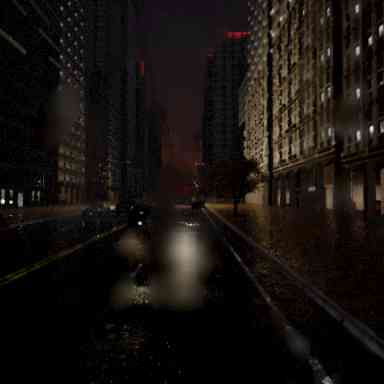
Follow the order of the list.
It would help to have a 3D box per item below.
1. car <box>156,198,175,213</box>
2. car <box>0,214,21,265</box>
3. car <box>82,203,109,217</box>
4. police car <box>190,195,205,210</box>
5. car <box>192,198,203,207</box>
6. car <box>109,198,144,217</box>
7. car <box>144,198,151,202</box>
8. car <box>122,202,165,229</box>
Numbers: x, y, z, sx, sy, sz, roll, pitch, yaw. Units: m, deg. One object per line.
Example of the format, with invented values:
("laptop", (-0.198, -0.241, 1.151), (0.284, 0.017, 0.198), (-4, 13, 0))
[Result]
("car", (-3.169, 1.792, 40.168), (2.033, 1.411, 5.357), (0, 0, 0))
("car", (-6.599, 1.407, 8.898), (2.097, 1.767, 4.553), (0, 0, 0))
("car", (-9.756, 1.810, 34.300), (1.895, 1.301, 4.718), (0, 0, 0))
("police car", (0.974, 1.727, 49.651), (1.930, 1.638, 5.238), (0, 0, 0))
("car", (0.974, 1.819, 59.733), (1.801, 1.575, 5.366), (0, 0, 0))
("car", (-6.518, 1.555, 33.484), (2.097, 1.767, 4.553), (0, 0, 0))
("car", (-9.751, 1.970, 69.652), (1.994, 1.385, 4.181), (0, 0, 0))
("car", (-3.150, 1.643, 22.567), (1.837, 1.490, 4.892), (0, 0, 0))
